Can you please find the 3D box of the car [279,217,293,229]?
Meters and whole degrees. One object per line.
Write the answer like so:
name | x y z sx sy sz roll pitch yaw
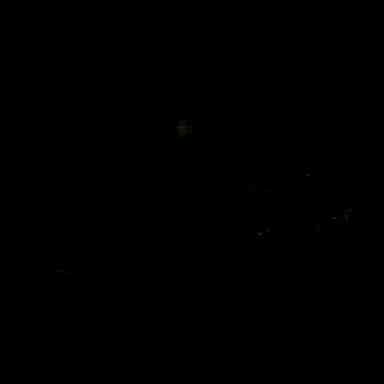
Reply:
car | 13.216 4.391 47.838 2.128 1.511 4.902 1 -3 27

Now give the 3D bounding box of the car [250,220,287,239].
car | 6.602 3.319 28.922 1.895 1.301 4.718 1 -3 27
